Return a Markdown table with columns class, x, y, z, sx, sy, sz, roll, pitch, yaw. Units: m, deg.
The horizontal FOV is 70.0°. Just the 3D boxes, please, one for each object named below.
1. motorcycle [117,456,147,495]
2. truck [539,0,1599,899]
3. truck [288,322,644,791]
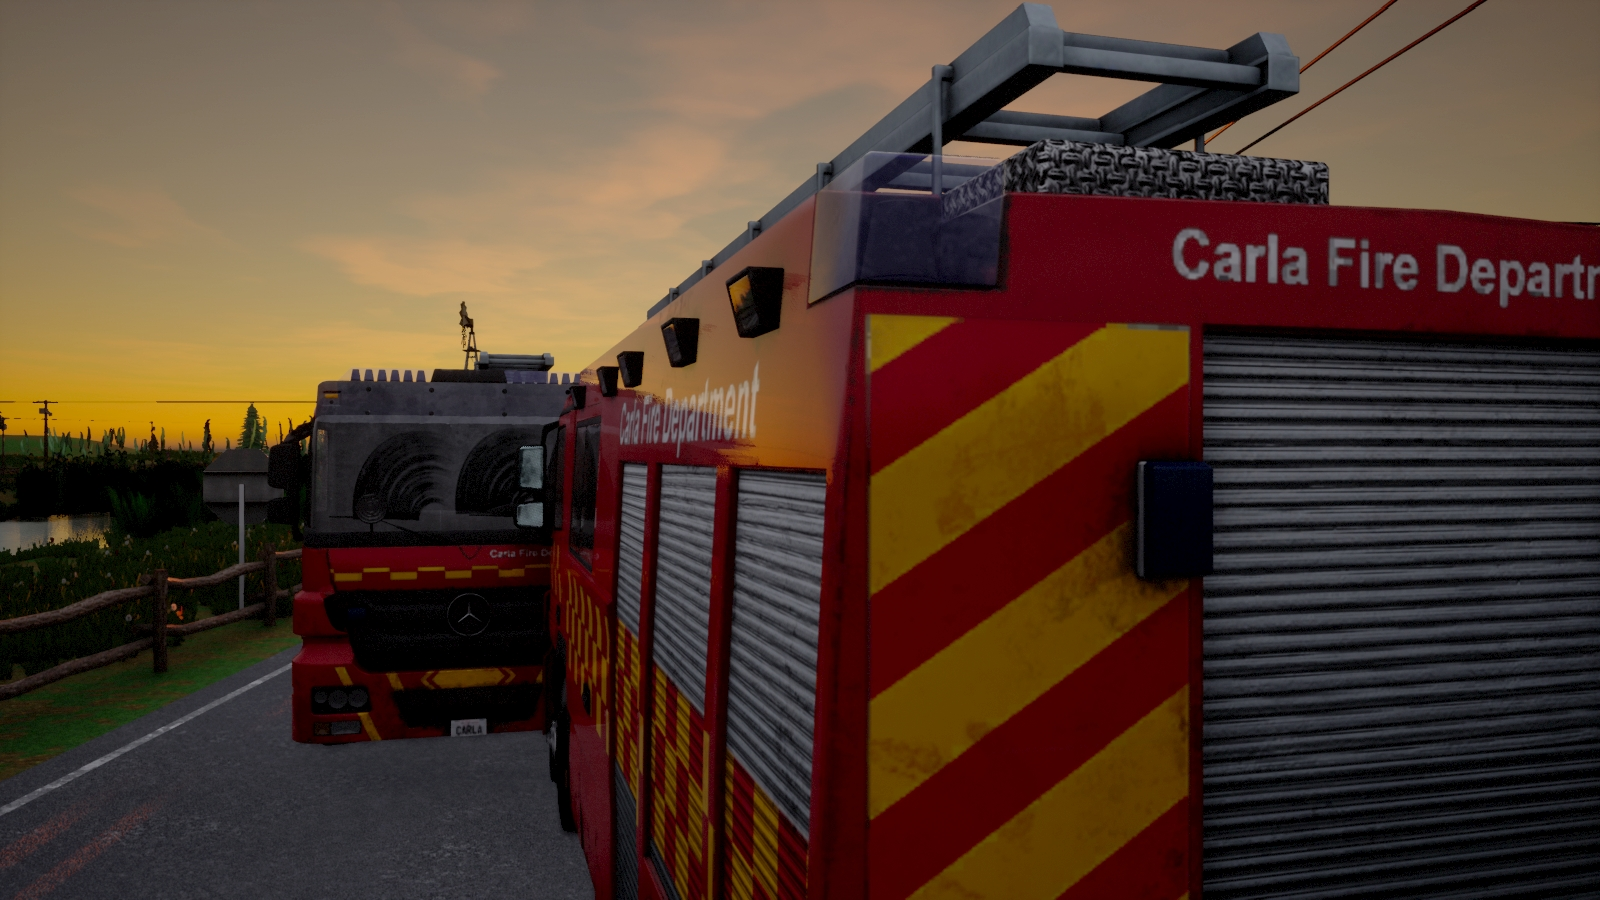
| class | x | y | z | sx | sy | sz | roll | pitch | yaw |
| --- | --- | --- | --- | --- | --- | --- | --- | --- | --- |
| motorcycle | -41.485 | 1.577 | 71.023 | 0.803 | 2.348 | 2.033 | 0 | 0 | -4 |
| truck | 0.147 | 0.867 | 6.869 | 2.891 | 3.827 | 8.468 | 0 | 0 | -16 |
| truck | -3.941 | 0.862 | 13.785 | 2.891 | 3.827 | 8.468 | 0 | 0 | -16 |
